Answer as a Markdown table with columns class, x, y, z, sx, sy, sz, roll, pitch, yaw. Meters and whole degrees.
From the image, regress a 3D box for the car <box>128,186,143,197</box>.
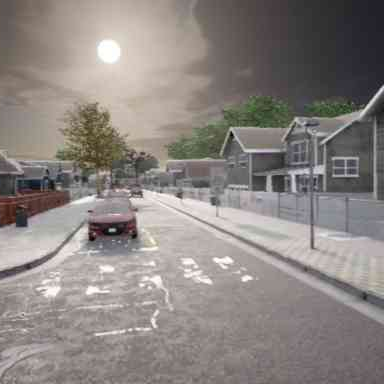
| class | x | y | z | sx | sy | sz | roll | pitch | yaw |
| --- | --- | --- | --- | --- | --- | --- | --- | --- | --- |
| car | -9.699 | -0.071 | 57.726 | 2.097 | 1.767 | 4.553 | -1 | 1 | -12 |

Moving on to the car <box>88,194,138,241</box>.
| class | x | y | z | sx | sy | sz | roll | pitch | yaw |
| --- | --- | --- | --- | --- | --- | --- | --- | --- | --- |
| car | -3.508 | 1.100 | 14.899 | 1.882 | 1.535 | 5.008 | -1 | 2 | -12 |

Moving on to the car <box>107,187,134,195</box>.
| class | x | y | z | sx | sy | sz | roll | pitch | yaw |
| --- | --- | --- | --- | --- | --- | --- | --- | --- | --- |
| car | -5.929 | 0.705 | 26.118 | 2.097 | 1.767 | 4.553 | -1 | 2 | -12 |

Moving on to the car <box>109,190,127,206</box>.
| class | x | y | z | sx | sy | sz | roll | pitch | yaw |
| --- | --- | --- | --- | --- | --- | --- | --- | --- | --- |
| car | -8.445 | 0.577 | 37.917 | 1.837 | 1.490 | 4.892 | -1 | 3 | -12 |
